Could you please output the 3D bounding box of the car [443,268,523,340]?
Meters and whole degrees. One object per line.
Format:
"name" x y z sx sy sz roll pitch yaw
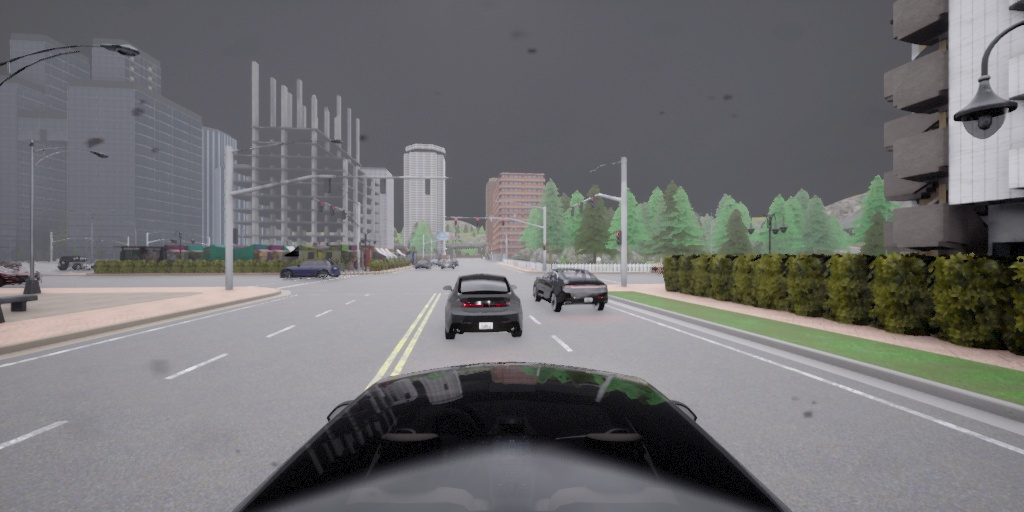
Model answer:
"car" -0.867 1.253 10.111 1.837 1.490 4.892 0 0 -7

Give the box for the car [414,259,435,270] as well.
"car" -12.819 1.289 51.776 2.033 1.411 5.357 0 0 -6

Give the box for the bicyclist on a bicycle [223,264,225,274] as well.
"bicyclist on a bicycle" -29.555 1.005 37.399 0.582 1.620 1.656 0 5 -5

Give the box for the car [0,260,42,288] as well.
"car" -33.106 1.224 22.594 5.008 1.535 1.882 0 0 -5

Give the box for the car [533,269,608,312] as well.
"car" 2.126 1.239 14.230 2.128 1.511 4.902 0 0 -9

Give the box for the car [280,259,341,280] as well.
"car" -17.470 1.097 31.078 4.553 1.767 2.097 0 0 0

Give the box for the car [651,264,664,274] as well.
"car" 17.079 1.097 37.807 4.553 1.767 2.097 0 0 -5

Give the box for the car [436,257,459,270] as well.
"car" -9.367 1.233 52.416 2.128 1.511 4.902 0 0 -6
